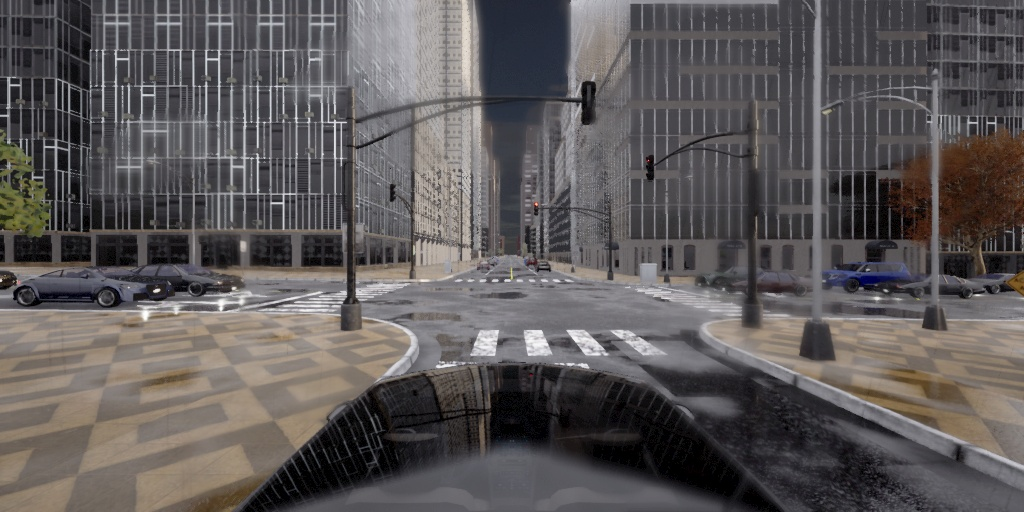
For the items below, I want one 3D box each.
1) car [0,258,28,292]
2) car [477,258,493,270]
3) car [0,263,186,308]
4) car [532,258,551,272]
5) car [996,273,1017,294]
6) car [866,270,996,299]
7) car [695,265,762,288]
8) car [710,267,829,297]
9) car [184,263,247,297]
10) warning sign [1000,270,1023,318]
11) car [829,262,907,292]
[{"bbox_3d":[-25.275,0.816,15.905,4.892,1.490,1.837,1,0,-3],"label":"car"},{"bbox_3d":[-4.030,1.342,51.165,1.802,1.307,4.207,0,0,0],"label":"car"},{"bbox_3d":[-15.079,1.063,13.122,4.181,1.385,1.994,1,0,-3],"label":"car"},{"bbox_3d":[3.924,1.329,45.673,1.948,1.339,4.313,0,0,0],"label":"car"},{"bbox_3d":[34.567,1.942,25.384,5.357,1.411,2.033,1,0,-3],"label":"car"},{"bbox_3d":[25.187,1.775,21.699,5.357,1.411,2.033,1,0,-3],"label":"car"},{"bbox_3d":[14.996,1.396,24.479,4.553,1.767,2.097,1,0,-3],"label":"car"},{"bbox_3d":[15.128,1.595,21.230,5.357,1.411,2.033,1,0,-3],"label":"car"},{"bbox_3d":[-15.353,1.040,16.397,5.357,1.411,2.033,1,0,0],"label":"car"},{"bbox_3d":[17.274,1.204,11.872,1.060,1.860,1.300,0,0,-3],"label":"warning sign"},{"bbox_3d":[24.339,1.433,24.911,5.566,2.045,2.150,1,0,-3],"label":"car"}]
